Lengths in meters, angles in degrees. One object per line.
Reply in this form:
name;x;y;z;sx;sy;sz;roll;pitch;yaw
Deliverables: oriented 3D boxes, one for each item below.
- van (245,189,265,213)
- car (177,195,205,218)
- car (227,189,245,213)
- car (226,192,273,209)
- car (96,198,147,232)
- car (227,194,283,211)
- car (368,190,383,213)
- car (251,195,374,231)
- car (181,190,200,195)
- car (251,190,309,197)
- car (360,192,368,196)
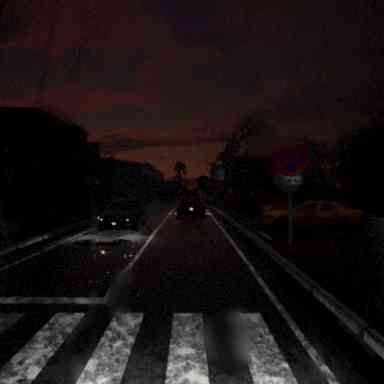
van;6.252;0.817;23.042;4.442;1.987;1.878;0;0;-1
car;-0.054;1.105;24.410;1.994;1.385;4.181;0;0;0
car;6.081;0.751;29.232;5.566;2.045;2.435;0;0;-1
car;5.982;0.872;35.185;4.553;1.767;2.185;0;0;-1
car;-3.448;1.105;16.987;1.837;1.490;4.892;0;1;0
car;6.007;1.000;32.150;5.008;1.535;2.097;0;0;-1
car;18.318;0.801;27.762;5.566;2.045;2.435;0;0;-1
car;6.024;1.108;17.086;5.366;1.575;1.946;0;1;-1
car;-0.180;0.842;41.030;2.150;2.045;5.566;0;-1;0
car;6.205;0.946;20.005;4.553;1.767;2.185;0;1;-1
car;18.292;1.047;30.556;4.892;1.521;2.231;0;0;-1
